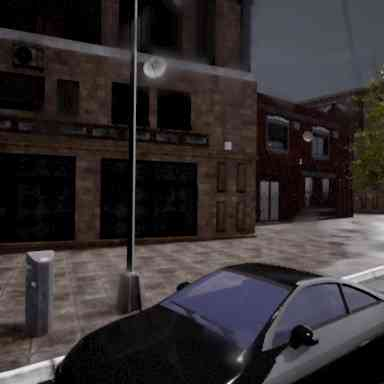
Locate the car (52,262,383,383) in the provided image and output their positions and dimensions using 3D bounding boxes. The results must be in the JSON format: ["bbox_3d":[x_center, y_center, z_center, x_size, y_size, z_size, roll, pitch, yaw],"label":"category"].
[{"bbox_3d":[0.733,1.564,3.655,4.181,1.385,1.994,0,0,-36],"label":"car"}]
